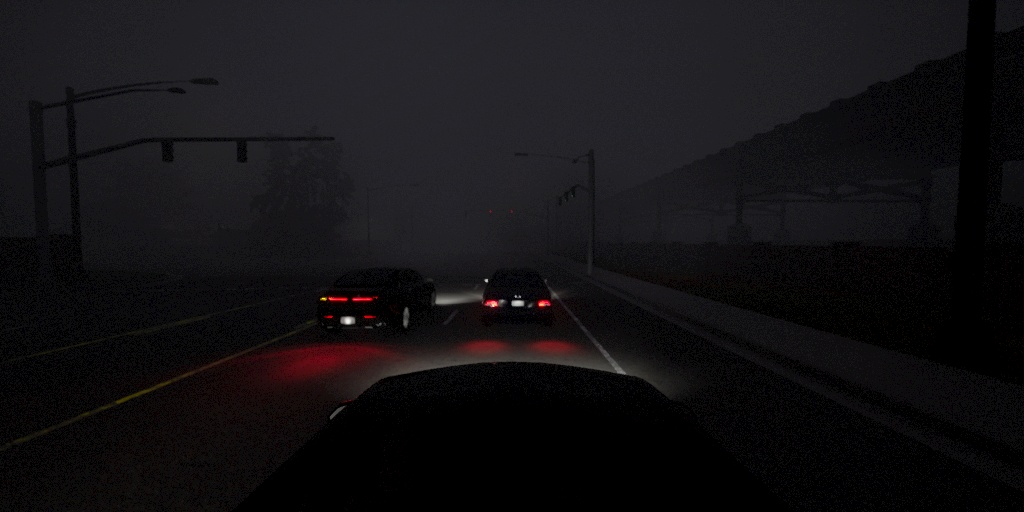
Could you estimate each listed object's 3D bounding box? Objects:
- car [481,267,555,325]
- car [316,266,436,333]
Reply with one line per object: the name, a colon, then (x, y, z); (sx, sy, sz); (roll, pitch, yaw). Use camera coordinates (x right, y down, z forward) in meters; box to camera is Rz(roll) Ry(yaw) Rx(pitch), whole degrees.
car: (0.123, 1.041, 10.584); (2.033, 1.411, 5.357); (0, 2, 0)
car: (-3.382, 1.018, 9.817); (1.837, 1.490, 4.892); (0, 2, 0)
